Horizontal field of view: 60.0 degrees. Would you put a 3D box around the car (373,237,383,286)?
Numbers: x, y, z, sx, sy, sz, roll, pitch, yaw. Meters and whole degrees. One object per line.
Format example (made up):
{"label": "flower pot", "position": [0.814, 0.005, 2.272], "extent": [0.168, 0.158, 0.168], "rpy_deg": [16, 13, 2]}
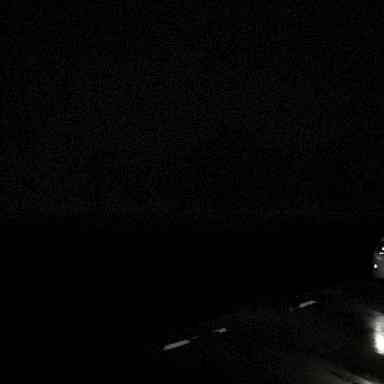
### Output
{"label": "car", "position": [6.841, 1.356, 8.494], "extent": [5.566, 2.045, 2.150], "rpy_deg": [2, 0, -37]}
